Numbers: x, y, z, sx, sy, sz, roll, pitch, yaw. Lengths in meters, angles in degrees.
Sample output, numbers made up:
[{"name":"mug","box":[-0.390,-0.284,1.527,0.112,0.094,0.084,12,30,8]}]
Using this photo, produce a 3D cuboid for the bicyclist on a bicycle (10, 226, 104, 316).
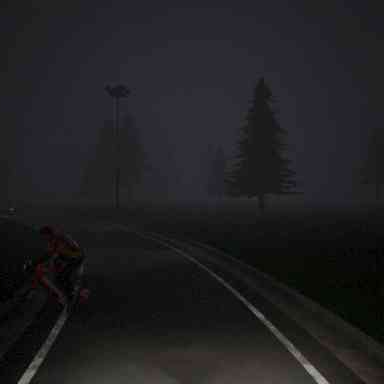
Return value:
[{"name":"bicyclist on a bicycle","box":[-2.487,1.453,6.128,1.656,1.620,0.582,-2,0,-11]}]

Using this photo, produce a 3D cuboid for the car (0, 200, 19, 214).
[{"name":"car","box":[-20.072,1.526,35.198,4.674,1.442,1.812,0,0,40]}]
